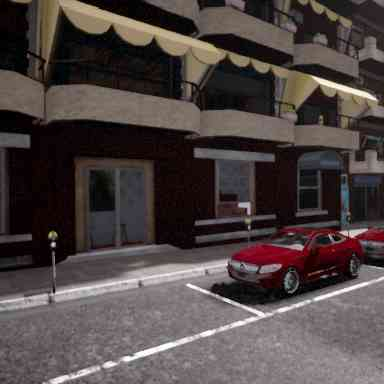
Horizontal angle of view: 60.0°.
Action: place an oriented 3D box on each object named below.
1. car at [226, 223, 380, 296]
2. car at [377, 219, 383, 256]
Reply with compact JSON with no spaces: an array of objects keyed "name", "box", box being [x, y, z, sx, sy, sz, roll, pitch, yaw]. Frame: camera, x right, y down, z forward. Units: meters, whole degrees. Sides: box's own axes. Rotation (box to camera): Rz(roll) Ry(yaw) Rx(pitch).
[{"name":"car","box":[2.790,1.579,8.562,4.206,1.307,1.802,0,-1,-35]},{"name":"car","box":[7.351,1.578,11.815,4.206,1.307,1.802,0,-1,-35]}]
